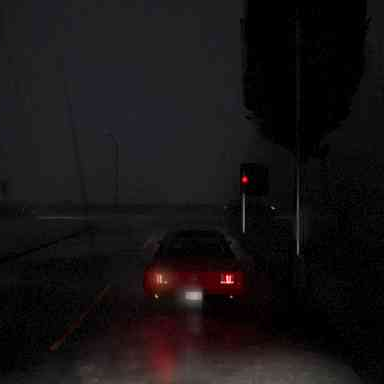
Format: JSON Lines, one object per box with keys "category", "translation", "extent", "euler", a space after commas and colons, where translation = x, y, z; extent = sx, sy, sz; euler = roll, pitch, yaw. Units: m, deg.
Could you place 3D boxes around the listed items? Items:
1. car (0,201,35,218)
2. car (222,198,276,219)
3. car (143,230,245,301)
{"category": "car", "translation": [-16.271, 1.491, 28.853], "extent": [4.902, 1.511, 2.128], "euler": [0, 0, 0]}
{"category": "car", "translation": [4.911, 1.351, 28.771], "extent": [4.553, 1.767, 2.097], "euler": [0, 0, 0]}
{"category": "car", "translation": [0.064, 1.601, 8.276], "extent": [1.895, 1.301, 4.718], "euler": [0, 0, 1]}
